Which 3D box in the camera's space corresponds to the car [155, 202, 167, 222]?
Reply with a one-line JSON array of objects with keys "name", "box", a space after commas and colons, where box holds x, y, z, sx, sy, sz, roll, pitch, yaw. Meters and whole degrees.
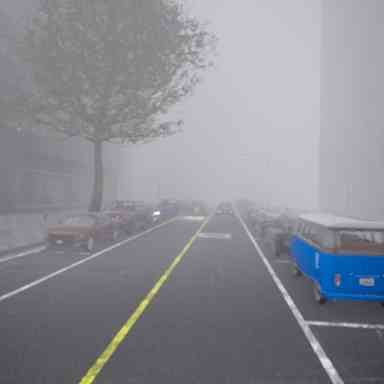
[{"name": "car", "box": [-3.417, 1.648, 24.613, 2.008, 1.369, 4.403, 1, 0, 6]}]

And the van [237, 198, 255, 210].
[{"name": "van", "box": [6.763, 1.751, 40.381, 1.690, 1.788, 3.998, 1, 0, 6]}]

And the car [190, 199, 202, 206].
[{"name": "car", "box": [0.801, 2.031, 66.003, 2.008, 1.369, 4.403, 1, 0, 6]}]

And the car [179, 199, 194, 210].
[{"name": "car", "box": [-0.752, 1.862, 50.752, 1.752, 1.417, 4.829, 1, 0, 6]}]

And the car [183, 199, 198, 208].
[{"name": "car", "box": [-0.199, 1.938, 56.182, 2.008, 1.369, 4.403, 1, 0, 6]}]

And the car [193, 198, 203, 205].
[{"name": "car", "box": [1.354, 2.076, 71.419, 1.887, 1.381, 4.507, 1, 0, 6]}]

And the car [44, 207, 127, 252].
[{"name": "car", "box": [-4.489, 1.549, 14.090, 1.887, 1.381, 4.507, 1, 0, 6]}]

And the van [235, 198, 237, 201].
[{"name": "van", "box": [7.860, 1.851, 51.151, 1.690, 1.788, 3.998, 1, 0, 6]}]

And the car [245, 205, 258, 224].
[{"name": "car", "box": [5.111, 1.846, 24.224, 1.802, 1.307, 4.206, 1, 0, 6]}]

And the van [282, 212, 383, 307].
[{"name": "van", "box": [3.470, 1.463, 8.070, 1.690, 1.788, 3.998, 1, 0, 6]}]

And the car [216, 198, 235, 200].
[{"name": "car", "box": [4.351, 1.936, 43.964, 2.033, 1.411, 5.357, 1, 0, 6]}]

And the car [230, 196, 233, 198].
[{"name": "car", "box": [10.936, 2.349, 81.382, 2.008, 1.369, 4.403, 1, 0, 6]}]

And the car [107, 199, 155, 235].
[{"name": "car", "box": [-3.947, 1.366, 19.353, 2.192, 1.841, 5.009, 1, 0, 6]}]

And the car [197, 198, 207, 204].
[{"name": "car", "box": [2.457, 2.187, 82.251, 2.008, 1.369, 4.403, 1, 0, 6]}]

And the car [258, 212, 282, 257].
[{"name": "car", "box": [4.013, 1.735, 13.453, 1.947, 1.339, 4.313, 1, 0, 6]}]

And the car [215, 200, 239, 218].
[{"name": "car", "box": [3.340, 1.841, 33.548, 2.033, 1.411, 5.357, 1, 0, 6]}]

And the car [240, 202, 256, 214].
[{"name": "car", "box": [5.660, 1.863, 29.609, 2.008, 1.369, 4.403, 1, 0, 6]}]

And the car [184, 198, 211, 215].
[{"name": "car", "box": [0.726, 1.765, 38.026, 2.128, 1.511, 4.902, 1, 0, 6]}]

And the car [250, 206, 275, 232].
[{"name": "car", "box": [4.563, 1.760, 18.839, 1.887, 1.381, 4.507, 1, 0, 6]}]

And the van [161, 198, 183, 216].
[{"name": "van", "box": [-2.339, 1.533, 35.137, 1.690, 1.788, 3.998, 1, 0, 6]}]
